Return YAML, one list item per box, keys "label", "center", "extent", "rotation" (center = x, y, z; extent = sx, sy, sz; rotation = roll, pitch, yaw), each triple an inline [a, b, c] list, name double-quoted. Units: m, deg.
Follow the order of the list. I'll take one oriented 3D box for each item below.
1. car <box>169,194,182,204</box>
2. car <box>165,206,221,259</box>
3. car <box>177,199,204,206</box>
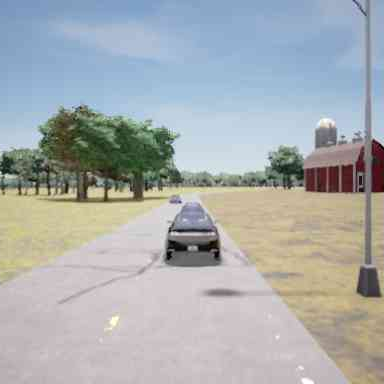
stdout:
- label: "car"
  center: [-2.812, 1.147, 57.055]
  extent: [2.097, 1.767, 4.553]
  rotation: [0, 0, 0]
- label: "car"
  center: [0.045, 1.510, 12.614]
  extent: [2.128, 1.511, 4.902]
  rotation: [0, 0, 1]
- label: "car"
  center: [0.044, 1.552, 27.875]
  extent: [1.994, 1.385, 4.181]
  rotation: [0, 0, 1]
